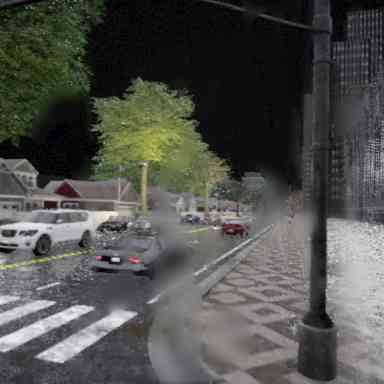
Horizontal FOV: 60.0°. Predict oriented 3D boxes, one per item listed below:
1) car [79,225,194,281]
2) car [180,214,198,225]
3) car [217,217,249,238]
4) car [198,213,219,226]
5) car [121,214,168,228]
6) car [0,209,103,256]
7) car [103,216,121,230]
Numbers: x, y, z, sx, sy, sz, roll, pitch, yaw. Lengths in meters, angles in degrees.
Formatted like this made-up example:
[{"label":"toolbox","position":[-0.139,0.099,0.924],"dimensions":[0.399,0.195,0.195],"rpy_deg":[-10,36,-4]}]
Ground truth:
[{"label":"car","position":[-1.489,2.152,12.021],"dimensions":[2.033,1.411,5.357],"rpy_deg":[1,-3,17]},{"label":"car","position":[-0.218,3.984,49.418],"dimensions":[1.882,1.535,5.008],"rpy_deg":[1,-3,17]},{"label":"car","position":[3.904,3.133,29.601],"dimensions":[1.882,1.535,5.008],"rpy_deg":[1,-3,17]},{"label":"car","position":[2.832,3.897,48.285],"dimensions":[2.097,1.767,4.553],"rpy_deg":[1,-3,17]},{"label":"car","position":[-3.611,2.657,27.592],"dimensions":[2.097,1.767,4.553],"rpy_deg":[1,-3,17]},{"label":"car","position":[-7.018,1.865,16.562],"dimensions":[2.150,2.045,5.566],"rpy_deg":[1,-3,15]},{"label":"car","position":[-6.342,2.870,29.785],"dimensions":[2.033,1.411,5.357],"rpy_deg":[1,-3,17]}]
